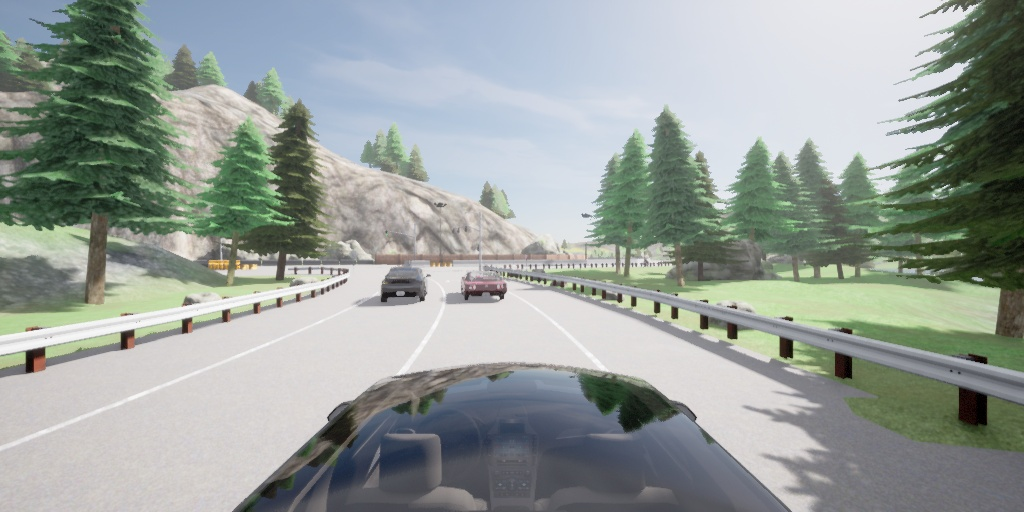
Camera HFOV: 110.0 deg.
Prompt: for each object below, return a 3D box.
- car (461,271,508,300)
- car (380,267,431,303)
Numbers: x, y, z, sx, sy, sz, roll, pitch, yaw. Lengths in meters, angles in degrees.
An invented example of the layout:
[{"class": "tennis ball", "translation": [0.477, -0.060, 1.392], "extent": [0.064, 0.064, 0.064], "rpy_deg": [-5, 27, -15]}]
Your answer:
[{"class": "car", "translation": [-1.520, 1.365, 17.554], "extent": [1.895, 1.301, 4.718], "rpy_deg": [0, 0, -11]}, {"class": "car", "translation": [-4.952, 1.265, 16.869], "extent": [1.837, 1.490, 4.892], "rpy_deg": [0, 0, -11]}]
